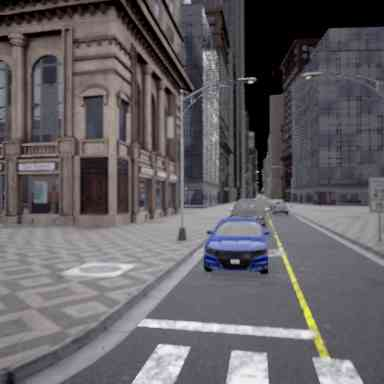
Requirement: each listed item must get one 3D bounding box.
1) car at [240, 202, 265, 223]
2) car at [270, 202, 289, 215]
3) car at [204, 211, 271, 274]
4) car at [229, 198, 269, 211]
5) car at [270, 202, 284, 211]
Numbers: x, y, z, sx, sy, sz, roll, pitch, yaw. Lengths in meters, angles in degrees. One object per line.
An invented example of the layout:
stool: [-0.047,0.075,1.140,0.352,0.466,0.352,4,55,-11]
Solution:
car: [5.681,1.820,30.975,2.097,1.767,4.553,-1,-1,12]
car: [11.398,2.171,42.883,2.033,1.411,5.357,-1,-1,12]
car: [1.631,1.654,11.480,1.882,1.535,5.008,0,-1,11]
car: [3.647,1.543,21.221,2.150,2.045,5.566,-1,-1,12]
car: [13.642,2.339,53.754,1.994,1.385,4.181,-1,-1,11]
